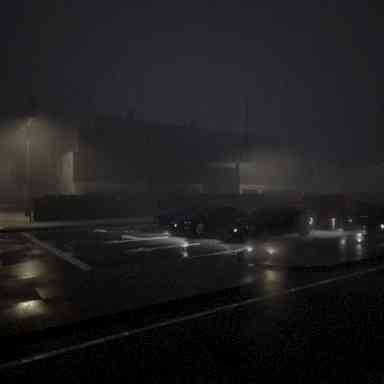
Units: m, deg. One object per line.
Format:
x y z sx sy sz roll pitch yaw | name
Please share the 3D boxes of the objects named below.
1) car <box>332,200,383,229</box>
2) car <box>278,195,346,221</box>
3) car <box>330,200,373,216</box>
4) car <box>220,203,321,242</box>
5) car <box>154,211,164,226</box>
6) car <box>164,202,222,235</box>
11.714 1.492 21.747 4.902 1.511 2.128 0 0 -35 | car
9.160 1.221 24.235 5.566 2.045 2.150 0 0 -35 | car
16.032 1.526 33.257 4.674 1.442 1.812 0 0 -35 | car
3.970 1.505 16.464 4.892 1.490 1.837 0 0 -34 | car
-0.141 1.478 22.123 5.008 1.535 1.882 0 0 -34 | car
1.137 1.505 18.758 4.892 1.490 1.837 0 0 -34 | car
